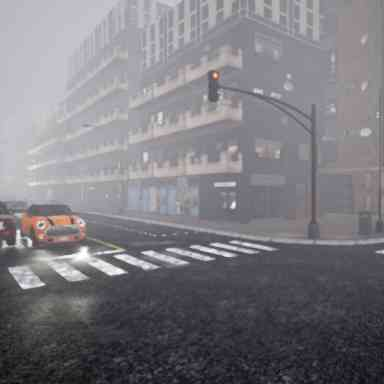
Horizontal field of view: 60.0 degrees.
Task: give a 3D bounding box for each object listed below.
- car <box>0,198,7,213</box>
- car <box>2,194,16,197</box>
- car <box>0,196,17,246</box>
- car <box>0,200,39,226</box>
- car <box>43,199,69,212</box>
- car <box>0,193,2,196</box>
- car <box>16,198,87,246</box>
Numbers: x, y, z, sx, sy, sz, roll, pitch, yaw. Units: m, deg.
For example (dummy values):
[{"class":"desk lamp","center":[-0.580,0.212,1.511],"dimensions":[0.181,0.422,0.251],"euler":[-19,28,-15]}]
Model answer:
[{"class":"car","center":[-21.298,1.435,35.846],"dimensions":[1.994,1.385,4.181],"euler":[0,0,-36]},{"class":"car","center":[-35.413,1.254,65.179],"dimensions":[1.967,1.590,4.097],"euler":[0,0,-36]},{"class":"car","center":[-8.977,1.260,14.383],"dimensions":[2.192,1.841,5.009],"euler":[0,0,-36]},{"class":"car","center":[-12.740,1.403,23.992],"dimensions":[2.128,1.511,4.902],"euler":[0,0,-36]},{"class":"car","center":[-15.480,1.451,37.652],"dimensions":[1.802,1.307,4.206],"euler":[0,0,-36]},{"class":"car","center":[-38.734,1.363,69.766],"dimensions":[2.008,1.369,4.403],"euler":[0,0,-36]},{"class":"car","center":[-6.418,1.297,15.207],"dimensions":[2.097,1.767,4.553],"euler":[0,0,-35]}]
